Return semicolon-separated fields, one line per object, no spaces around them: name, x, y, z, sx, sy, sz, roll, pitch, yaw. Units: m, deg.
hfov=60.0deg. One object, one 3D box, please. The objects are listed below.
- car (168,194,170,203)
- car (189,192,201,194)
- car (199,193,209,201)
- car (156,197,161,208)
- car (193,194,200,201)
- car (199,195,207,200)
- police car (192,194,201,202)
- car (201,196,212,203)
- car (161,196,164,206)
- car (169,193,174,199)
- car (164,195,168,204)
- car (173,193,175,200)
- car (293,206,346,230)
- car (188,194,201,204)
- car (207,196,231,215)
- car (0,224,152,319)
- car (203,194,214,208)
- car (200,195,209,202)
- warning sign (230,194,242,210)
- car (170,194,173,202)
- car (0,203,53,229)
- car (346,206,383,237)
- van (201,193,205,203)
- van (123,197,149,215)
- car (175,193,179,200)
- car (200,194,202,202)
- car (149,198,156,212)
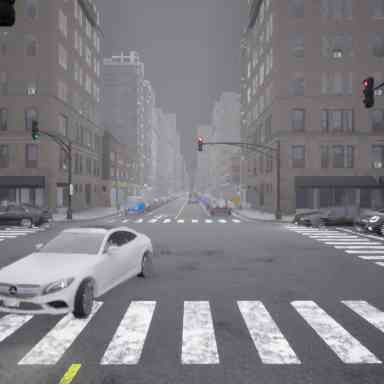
car;-5.609;1.527;61.571;1.752;1.417;4.829;0;0;0
car;0.297;1.039;72.971;2.150;2.045;5.566;0;0;0
car;3.010;1.309;84.389;2.192;1.841;5.009;0;0;0
car;-5.678;1.569;44.736;1.947;1.339;4.313;0;0;0
car;1.152;1.448;89.559;1.801;1.575;5.366;0;0;0
car;3.034;1.558;90.060;1.947;1.339;4.313;0;0;0
police car;1.120;1.422;79.464;1.930;1.638;5.238;0;0;-1
car;2.941;1.551;67.382;2.008;1.369;4.403;0;0;0
car;-5.655;1.585;50.405;1.802;1.307;4.206;0;0;0
car;-5.561;1.543;73.077;1.887;1.381;4.507;0;0;0
car;-5.632;1.569;56.073;1.947;1.339;4.313;0;0;0
car;-5.539;1.522;78.576;1.752;1.417;4.829;0;0;0
car;9.136;1.554;20.672;5.357;1.411;2.033;0;0;0
car;0.255;1.566;62.937;1.994;1.385;4.181;0;0;0
car;2.801;1.442;33.367;1.967;1.590;4.097;0;0;0
car;-2.372;1.529;7.662;1.812;1.442;4.674;-1;0;14
car;2.847;1.443;44.705;1.967;1.590;4.097;0;0;0
car;2.988;1.437;78.721;1.967;1.590;4.097;0;0;0
warning sign;5.227;1.118;39.351;1.300;1.860;1.060;0;0;0
car;-5.585;1.566;67.409;1.947;1.339;4.313;0;0;0
car;-11.215;1.483;20.560;4.892;1.490;1.837;0;0;0
car;10.979;1.366;17.437;4.553;1.767;2.097;0;0;0
van;2.894;1.344;56.043;1.690;1.788;3.998;0;0;0
van;-5.725;1.343;33.400;1.690;1.788;3.998;0;0;0
car;-5.491;1.307;90.082;2.192;1.841;5.009;0;0;0
car;2.918;1.527;61.882;1.752;1.417;4.829;0;0;0
car;-5.702;1.443;39.068;1.967;1.590;4.097;0;0;0
